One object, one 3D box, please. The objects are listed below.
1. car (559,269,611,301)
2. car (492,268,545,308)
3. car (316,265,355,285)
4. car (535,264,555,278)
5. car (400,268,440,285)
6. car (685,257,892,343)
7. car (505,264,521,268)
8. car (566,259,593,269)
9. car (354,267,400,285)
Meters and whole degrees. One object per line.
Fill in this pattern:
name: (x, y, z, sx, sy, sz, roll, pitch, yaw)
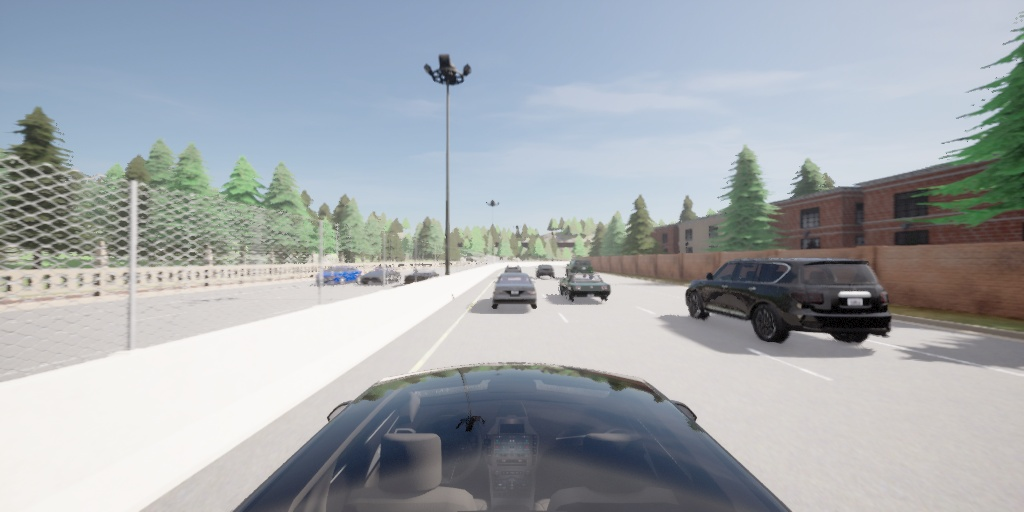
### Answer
car: (3.604, 1.536, 18.595, 1.895, 1.301, 4.718, 0, -1, 0)
car: (0.103, 1.454, 16.054, 2.033, 1.411, 5.357, 0, -1, 0)
car: (-14.090, 1.531, 29.470, 1.882, 1.535, 5.008, 0, -1, 0)
car: (3.607, 1.672, 39.728, 1.837, 1.490, 4.892, 0, 0, 0)
car: (-7.092, 1.644, 28.577, 1.895, 1.301, 4.718, 0, -1, 0)
car: (7.101, 1.065, 10.100, 2.150, 2.045, 5.566, 0, 0, 0)
car: (0.107, 1.667, 40.518, 2.128, 1.511, 4.902, 0, -1, 0)
car: (7.107, 1.371, 38.124, 2.150, 2.045, 5.566, 0, 0, 0)
car: (-10.593, 1.601, 29.489, 2.033, 1.411, 5.357, 0, -1, 0)
